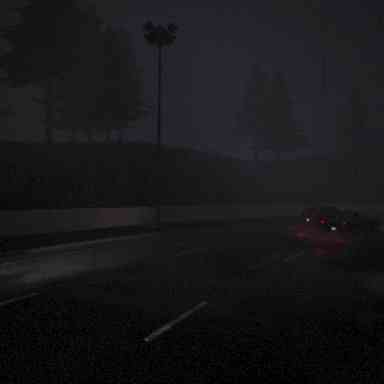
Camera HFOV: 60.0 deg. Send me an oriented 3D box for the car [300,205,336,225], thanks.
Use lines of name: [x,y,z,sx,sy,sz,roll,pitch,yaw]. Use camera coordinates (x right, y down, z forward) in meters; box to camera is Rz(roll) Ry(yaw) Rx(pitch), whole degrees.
car: [10.276,1.761,25.385,4.892,1.490,1.837,0,0,-37]

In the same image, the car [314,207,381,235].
car: [9.750,1.821,20.354,4.718,1.301,1.895,1,0,-41]
